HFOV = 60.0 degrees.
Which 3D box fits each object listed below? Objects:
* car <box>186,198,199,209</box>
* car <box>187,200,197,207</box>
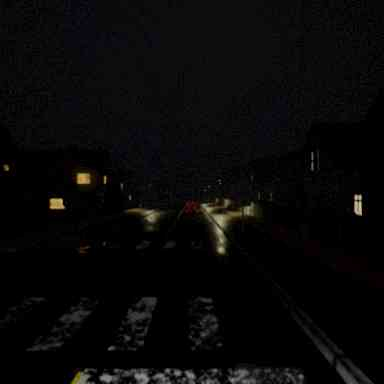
[{"bbox_3d":[0.095,1.814,52.805,2.097,1.767,4.553,0,-1,0],"label":"car"},{"bbox_3d":[-0.008,2.177,63.023,1.895,1.301,4.718,0,-1,0],"label":"car"}]
